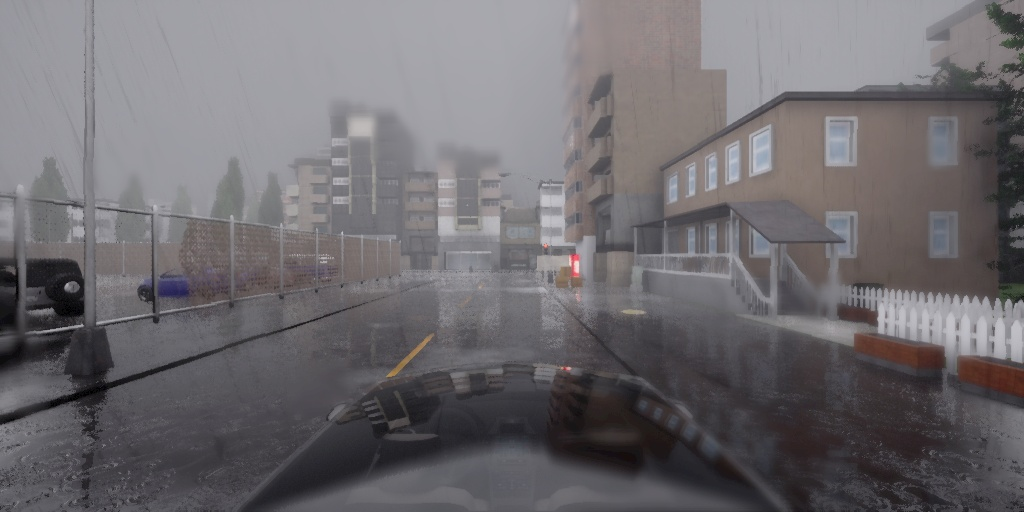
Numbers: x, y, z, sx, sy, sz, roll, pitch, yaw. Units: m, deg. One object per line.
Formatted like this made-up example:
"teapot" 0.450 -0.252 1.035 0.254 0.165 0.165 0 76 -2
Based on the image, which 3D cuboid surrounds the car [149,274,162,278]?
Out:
"car" -40.808 1.280 38.185 4.674 1.442 1.812 0 0 0
